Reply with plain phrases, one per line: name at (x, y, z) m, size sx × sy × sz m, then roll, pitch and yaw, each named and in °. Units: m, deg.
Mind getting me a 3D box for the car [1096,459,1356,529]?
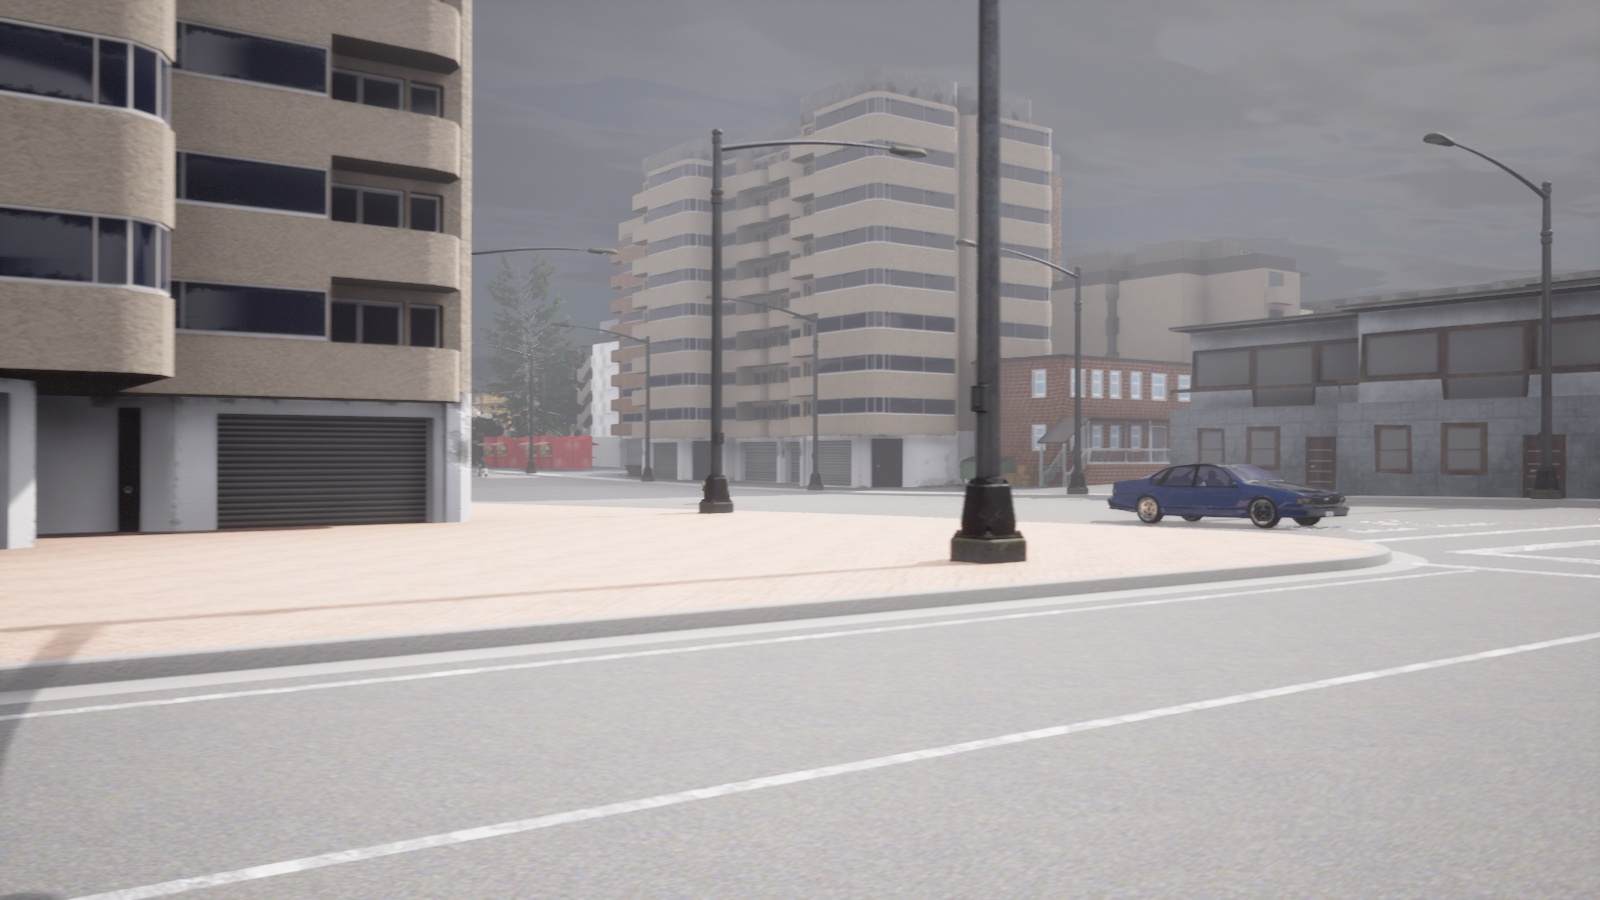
car at (9.471, 0.949, 28.413) m, size 2.033 × 1.411 × 5.357 m, roll 0°, pitch -1°, yaw -36°
